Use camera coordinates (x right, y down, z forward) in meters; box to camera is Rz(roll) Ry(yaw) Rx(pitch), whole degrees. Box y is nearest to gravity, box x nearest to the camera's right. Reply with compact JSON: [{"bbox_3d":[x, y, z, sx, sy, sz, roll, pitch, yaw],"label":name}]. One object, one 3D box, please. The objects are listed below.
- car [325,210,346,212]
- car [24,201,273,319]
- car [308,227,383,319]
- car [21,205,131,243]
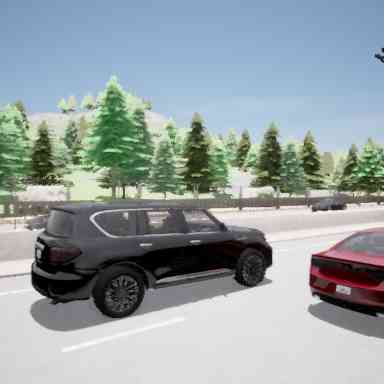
[{"bbox_3d":[14.958,1.502,36.156,4.892,1.490,1.837,0,0,-35],"label":"car"},{"bbox_3d":[-0.605,1.222,7.616,5.566,2.045,2.150,0,0,-36],"label":"car"},{"bbox_3d":[4.540,1.477,6.987,5.008,1.535,1.882,0,0,-36],"label":"car"},{"bbox_3d":[-5.844,1.492,17.021,4.902,1.511,2.128,0,0,-36],"label":"car"}]
